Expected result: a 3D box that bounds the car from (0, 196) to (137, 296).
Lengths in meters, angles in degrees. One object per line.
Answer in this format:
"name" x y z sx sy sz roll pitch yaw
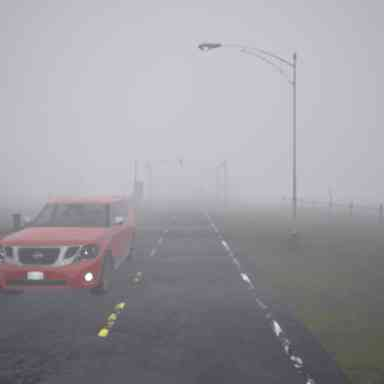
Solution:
"car" -2.866 1.151 8.837 2.150 2.045 5.566 0 0 0
